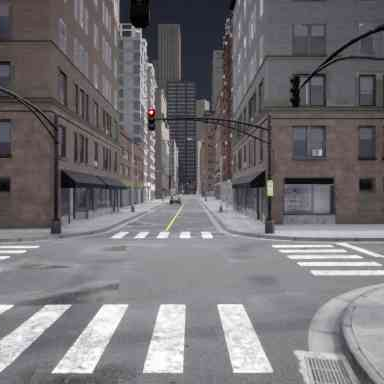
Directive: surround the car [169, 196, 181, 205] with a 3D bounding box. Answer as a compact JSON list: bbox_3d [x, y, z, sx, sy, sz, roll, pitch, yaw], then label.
[{"bbox_3d":[-2.979,1.457,59.658,1.882,1.535,5.008,0,0,0],"label":"car"}]
